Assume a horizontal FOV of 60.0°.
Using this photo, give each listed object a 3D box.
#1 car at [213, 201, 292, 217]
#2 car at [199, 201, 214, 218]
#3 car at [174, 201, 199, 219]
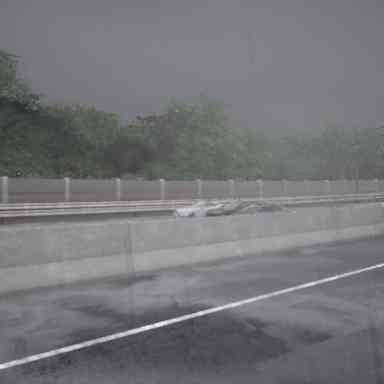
[{"bbox_3d":[3.900,1.429,19.532,4.892,1.490,1.837,-1,0,-35],"label":"car"},{"bbox_3d":[3.238,1.384,23.331,5.008,1.535,1.882,-1,0,-35],"label":"car"},{"bbox_3d":[0.795,1.436,25.897,4.674,1.442,1.812,-1,0,-35],"label":"car"}]
